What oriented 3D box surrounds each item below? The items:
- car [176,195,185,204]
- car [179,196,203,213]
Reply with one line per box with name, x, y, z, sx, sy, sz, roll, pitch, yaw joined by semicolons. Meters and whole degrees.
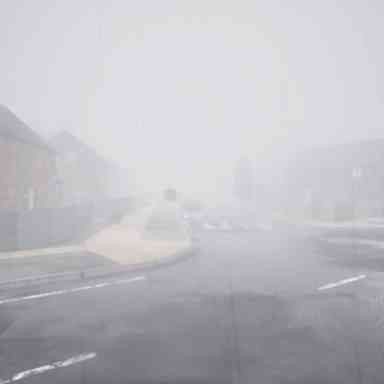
car;-1.516;1.300;55.527;1.812;1.442;4.674;1;0;-4
car;0.038;1.415;35.528;1.994;1.385;4.181;1;0;-5
